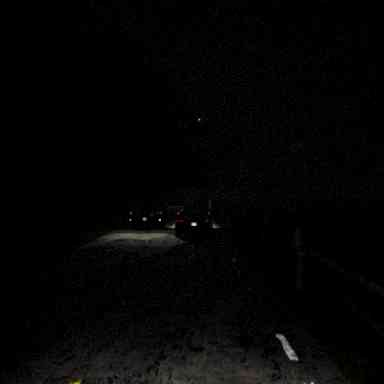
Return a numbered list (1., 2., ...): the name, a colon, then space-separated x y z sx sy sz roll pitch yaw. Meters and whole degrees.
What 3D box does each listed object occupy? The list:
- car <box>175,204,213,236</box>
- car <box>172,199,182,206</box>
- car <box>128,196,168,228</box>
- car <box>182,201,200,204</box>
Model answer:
1. car: 0.101 1.601 18.758 1.994 1.385 4.181 0 0 0
2. car: -2.760 2.034 64.713 2.033 1.411 5.357 0 -1 0
3. car: -2.849 1.273 22.757 2.150 2.045 5.566 0 0 0
4. car: 0.103 1.739 37.659 1.895 1.301 4.718 0 0 0
